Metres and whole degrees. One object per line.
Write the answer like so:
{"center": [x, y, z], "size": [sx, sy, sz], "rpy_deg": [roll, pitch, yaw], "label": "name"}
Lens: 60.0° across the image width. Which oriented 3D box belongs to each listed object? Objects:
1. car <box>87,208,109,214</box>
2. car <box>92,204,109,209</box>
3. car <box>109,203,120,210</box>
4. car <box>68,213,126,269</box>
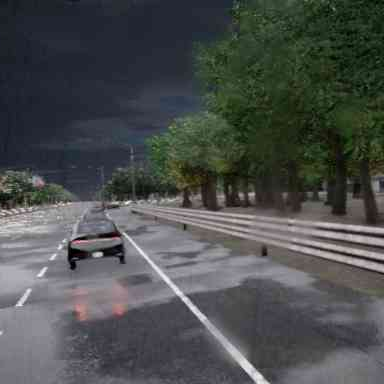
{"center": [-7.498, 2.232, 25.751], "size": [1.895, 1.301, 4.718], "rpy_deg": [-3, 0, -17], "label": "car"}
{"center": [-15.244, 2.786, 54.116], "size": [2.128, 1.511, 4.902], "rpy_deg": [-3, 0, -10], "label": "car"}
{"center": [-16.653, 2.979, 70.700], "size": [1.882, 1.535, 5.008], "rpy_deg": [-3, 0, 1], "label": "car"}
{"center": [-3.649, 1.800, 12.715], "size": [2.128, 1.511, 4.902], "rpy_deg": [-3, 0, -17], "label": "car"}
